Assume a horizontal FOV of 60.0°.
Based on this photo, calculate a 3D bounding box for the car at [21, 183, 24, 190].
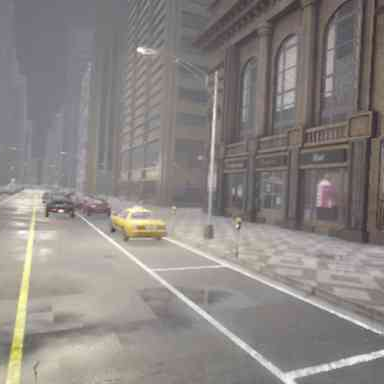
[{"bbox_3d":[-38.500,-0.700,72.657,1.947,1.339,4.313,3,0,-25],"label":"car"}]

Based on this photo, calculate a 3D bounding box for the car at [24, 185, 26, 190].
[{"bbox_3d":[-43.211,-0.963,82.855,1.802,1.307,4.206,3,0,-25],"label":"car"}]

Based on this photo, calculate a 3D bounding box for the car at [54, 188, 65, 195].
[{"bbox_3d":[-28.423,-0.199,71.153,1.947,1.339,4.313,3,0,-25],"label":"car"}]

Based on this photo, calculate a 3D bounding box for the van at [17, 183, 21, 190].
[{"bbox_3d":[-33.779,-0.644,62.458,1.690,1.788,3.998,3,0,-25],"label":"van"}]

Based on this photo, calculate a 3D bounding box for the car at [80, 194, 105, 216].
[{"bbox_3d":[-7.226,1.087,25.259,1.802,1.307,4.206,3,0,-25],"label":"car"}]

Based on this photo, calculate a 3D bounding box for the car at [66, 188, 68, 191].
[{"bbox_3d":[-16.647,0.503,45.656,1.947,1.339,4.313,3,0,-25],"label":"car"}]

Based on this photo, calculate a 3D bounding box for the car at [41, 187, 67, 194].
[{"bbox_3d":[-15.272,0.543,36.269,2.128,1.511,4.902,3,0,-24],"label":"car"}]

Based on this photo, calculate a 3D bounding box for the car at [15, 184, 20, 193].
[{"bbox_3d":[-31.435,-0.279,57.360,1.947,1.339,4.313,3,0,-25],"label":"car"}]

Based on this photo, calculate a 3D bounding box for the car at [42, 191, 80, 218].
[{"bbox_3d":[-9.332,0.915,23.428,1.837,1.490,4.892,3,0,-25],"label":"car"}]

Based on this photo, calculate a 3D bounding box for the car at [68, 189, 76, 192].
[{"bbox_3d":[-12.005,0.740,35.611,1.752,1.417,4.829,3,0,-25],"label":"car"}]

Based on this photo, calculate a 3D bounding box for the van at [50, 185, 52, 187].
[{"bbox_3d":[-33.123,-0.704,81.351,1.690,1.788,3.998,3,0,-25],"label":"van"}]

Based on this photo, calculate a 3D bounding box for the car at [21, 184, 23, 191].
[{"bbox_3d":[-36.144,-0.581,67.558,1.887,1.381,4.507,3,0,-25],"label":"car"}]

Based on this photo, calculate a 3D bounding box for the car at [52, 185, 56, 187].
[{"bbox_3d":[-26.055,-0.310,66.052,2.192,1.841,5.009,3,0,-25],"label":"car"}]

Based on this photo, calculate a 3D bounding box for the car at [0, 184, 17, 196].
[{"bbox_3d":[-29.080,-0.122,52.261,1.802,1.307,4.206,3,0,-25],"label":"car"}]

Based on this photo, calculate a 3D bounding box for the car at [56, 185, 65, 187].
[{"bbox_3d":[-21.351,0.096,55.854,1.967,1.590,4.097,3,0,-25],"label":"car"}]

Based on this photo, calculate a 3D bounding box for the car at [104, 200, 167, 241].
[{"bbox_3d":[-2.584,1.313,15.214,1.752,1.417,4.829,3,0,-25],"label":"car"}]
